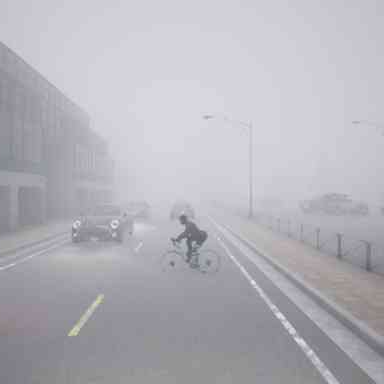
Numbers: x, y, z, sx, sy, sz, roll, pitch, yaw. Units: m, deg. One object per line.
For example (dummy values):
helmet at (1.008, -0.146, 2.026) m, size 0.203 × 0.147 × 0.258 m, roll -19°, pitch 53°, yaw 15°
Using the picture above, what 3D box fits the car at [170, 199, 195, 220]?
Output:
car at (-0.812, 1.561, 27.798) m, size 1.994 × 1.385 × 4.181 m, roll 0°, pitch 0°, yaw -2°

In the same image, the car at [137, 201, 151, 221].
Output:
car at (-4.481, 1.489, 27.422) m, size 2.128 × 1.511 × 4.902 m, roll 0°, pitch 0°, yaw -2°

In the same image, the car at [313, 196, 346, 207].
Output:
car at (19.716, 1.394, 47.760) m, size 3.806 × 1.475 × 1.970 m, roll 0°, pitch 0°, yaw -2°

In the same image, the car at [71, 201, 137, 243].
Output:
car at (-4.103, 1.350, 15.877) m, size 2.097 × 1.767 × 4.553 m, roll 0°, pitch 0°, yaw -2°

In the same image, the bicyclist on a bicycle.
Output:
bicyclist on a bicycle at (-0.059, 1.444, 9.006) m, size 1.656 × 1.620 × 0.582 m, roll -1°, pitch 0°, yaw -2°

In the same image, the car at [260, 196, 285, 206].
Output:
car at (12.197, 1.384, 50.481) m, size 3.633 × 1.501 × 1.845 m, roll 0°, pitch 0°, yaw -2°

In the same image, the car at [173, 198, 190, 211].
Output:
car at (-1.309, 1.543, 41.896) m, size 2.033 × 1.411 × 5.357 m, roll 0°, pitch 0°, yaw -2°

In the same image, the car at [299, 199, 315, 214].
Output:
car at (12.704, 1.109, 31.903) m, size 4.605 × 1.855 × 1.932 m, roll 0°, pitch 0°, yaw -2°

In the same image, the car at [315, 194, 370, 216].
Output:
car at (13.217, 1.089, 29.014) m, size 3.866 × 1.878 × 1.905 m, roll 0°, pitch 0°, yaw -2°
